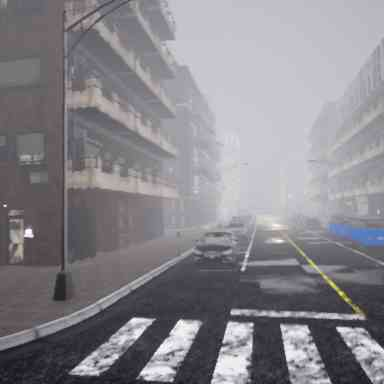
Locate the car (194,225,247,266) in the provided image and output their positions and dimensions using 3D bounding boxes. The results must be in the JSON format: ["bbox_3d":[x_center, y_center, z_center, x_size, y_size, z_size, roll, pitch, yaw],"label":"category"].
[{"bbox_3d":[1.227,2.417,15.041,2.008,1.369,4.403,-2,-3,12],"label":"car"}]

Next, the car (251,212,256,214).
[{"bbox_3d":[9.192,4.398,53.332,1.967,1.590,4.097,-2,-3,12],"label":"car"}]

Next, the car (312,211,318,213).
[{"bbox_3d":[32.336,5.715,85.249,4.892,1.490,1.837,-2,-3,11],"label":"car"}]

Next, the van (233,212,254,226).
[{"bbox_3d":[4.637,3.105,31.461,1.690,1.788,3.998,-2,-3,12],"label":"van"}]

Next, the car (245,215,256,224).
[{"bbox_3d":[10.334,4.837,58.793,1.802,1.307,4.206,-2,-3,12],"label":"car"}]

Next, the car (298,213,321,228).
[{"bbox_3d":[14.632,3.655,40.796,1.887,1.381,4.507,-2,-3,12],"label":"car"}]

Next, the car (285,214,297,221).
[{"bbox_3d":[20.323,5.143,68.142,1.887,1.381,4.507,-2,-3,12],"label":"car"}]

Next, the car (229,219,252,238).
[{"bbox_3d":[3.504,3.047,25.978,1.802,1.307,4.206,-2,-3,12],"label":"car"}]

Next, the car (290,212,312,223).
[{"bbox_3d":[16.906,4.146,51.740,1.967,1.590,4.097,-2,-3,12],"label":"car"}]

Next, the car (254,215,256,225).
[{"bbox_3d":[5.780,3.614,36.918,2.008,1.369,4.403,-2,-3,12],"label":"car"}]

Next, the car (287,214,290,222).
[{"bbox_3d":[18.044,4.444,57.209,1.967,1.590,4.097,-2,-3,12],"label":"car"}]

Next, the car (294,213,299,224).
[{"bbox_3d":[15.771,3.990,46.263,1.802,1.307,4.206,-2,-3,12],"label":"car"}]

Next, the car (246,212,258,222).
[{"bbox_3d":[12.604,5.165,69.747,2.192,1.841,5.009,-2,-3,12],"label":"car"}]

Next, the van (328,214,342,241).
[{"bbox_3d":[11.213,2.555,24.401,1.690,1.788,3.998,-2,-3,12],"label":"van"}]

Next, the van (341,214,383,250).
[{"bbox_3d":[10.075,2.256,18.931,1.690,1.788,3.998,-2,-3,12],"label":"van"}]

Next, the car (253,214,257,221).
[{"bbox_3d":[8.057,4.225,47.855,1.947,1.339,4.313,-2,-3,12],"label":"car"}]
